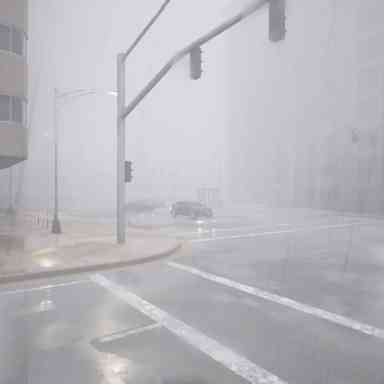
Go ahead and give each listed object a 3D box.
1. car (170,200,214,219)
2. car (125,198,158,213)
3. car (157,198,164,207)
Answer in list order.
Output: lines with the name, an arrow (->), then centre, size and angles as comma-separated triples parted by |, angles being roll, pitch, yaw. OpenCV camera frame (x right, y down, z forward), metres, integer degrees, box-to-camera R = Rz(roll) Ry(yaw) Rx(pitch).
car -> -0.095, 1.505, 29.185 | 1.837, 1.490, 4.892 | 0, 0, -36
car -> -6.081, 1.601, 37.409 | 1.895, 1.301, 4.718 | 0, 0, -36
car -> -6.272, 1.547, 43.914 | 2.033, 1.411, 5.357 | 0, 0, -36
